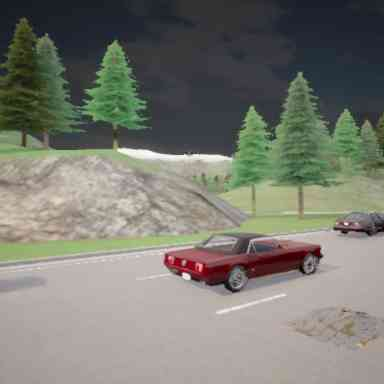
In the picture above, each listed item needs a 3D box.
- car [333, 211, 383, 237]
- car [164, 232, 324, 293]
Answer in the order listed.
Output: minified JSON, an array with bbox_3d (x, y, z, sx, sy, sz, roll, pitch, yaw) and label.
[{"bbox_3d":[10.853,1.878,20.468,5.357,1.411,2.033,0,-2,-36],"label":"car"},{"bbox_3d":[1.662,1.794,9.465,4.718,1.301,1.895,0,-2,-36],"label":"car"}]
